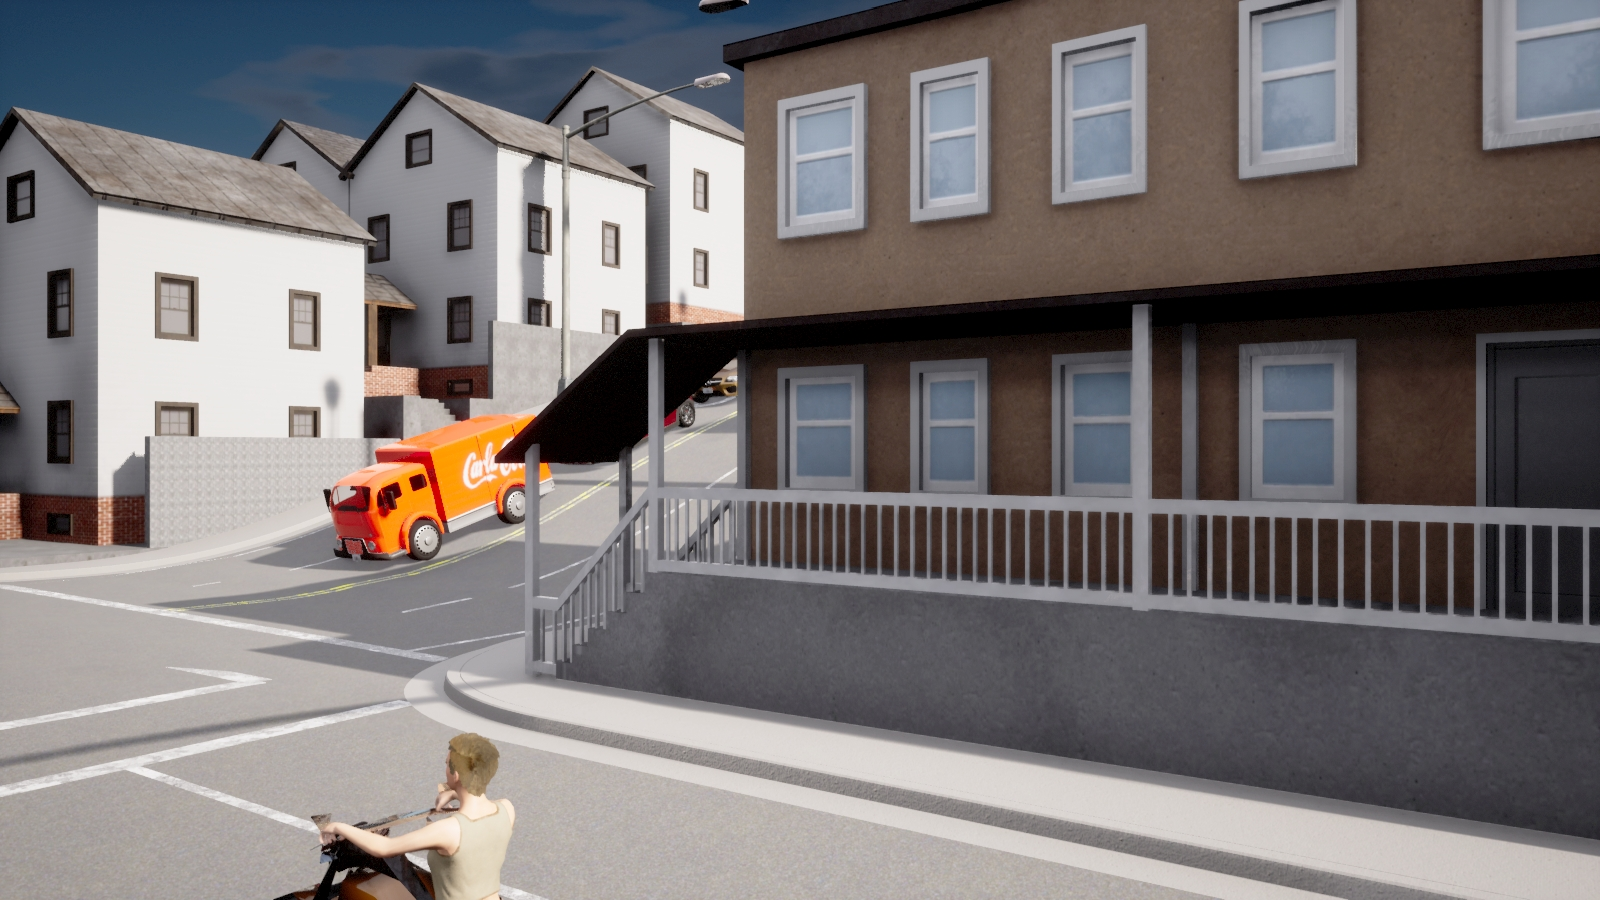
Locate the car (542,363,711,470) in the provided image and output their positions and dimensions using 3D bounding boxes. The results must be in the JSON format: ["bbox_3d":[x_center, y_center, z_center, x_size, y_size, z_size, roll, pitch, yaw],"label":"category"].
[{"bbox_3d":[-4.941,-1.040,33.205,2.097,1.767,4.553,0,19,34],"label":"car"}]

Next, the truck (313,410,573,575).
[{"bbox_3d":[-8.532,0.881,27.907,2.627,2.467,5.204,0,16,34],"label":"truck"}]

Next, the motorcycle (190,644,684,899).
[{"bbox_3d":[-1.647,1.905,4.943,2.356,1.802,0.764,0,0,35],"label":"motorcycle"}]
